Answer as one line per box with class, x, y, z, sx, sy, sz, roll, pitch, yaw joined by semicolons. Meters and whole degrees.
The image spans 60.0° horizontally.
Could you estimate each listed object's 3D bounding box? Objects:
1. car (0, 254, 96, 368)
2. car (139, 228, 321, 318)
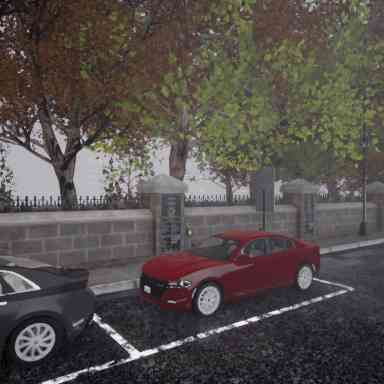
car;-3.478;1.551;4.174;4.403;1.369;2.008;0;0;-35
car;1.012;1.545;7.421;4.507;1.381;1.887;0;0;-35
